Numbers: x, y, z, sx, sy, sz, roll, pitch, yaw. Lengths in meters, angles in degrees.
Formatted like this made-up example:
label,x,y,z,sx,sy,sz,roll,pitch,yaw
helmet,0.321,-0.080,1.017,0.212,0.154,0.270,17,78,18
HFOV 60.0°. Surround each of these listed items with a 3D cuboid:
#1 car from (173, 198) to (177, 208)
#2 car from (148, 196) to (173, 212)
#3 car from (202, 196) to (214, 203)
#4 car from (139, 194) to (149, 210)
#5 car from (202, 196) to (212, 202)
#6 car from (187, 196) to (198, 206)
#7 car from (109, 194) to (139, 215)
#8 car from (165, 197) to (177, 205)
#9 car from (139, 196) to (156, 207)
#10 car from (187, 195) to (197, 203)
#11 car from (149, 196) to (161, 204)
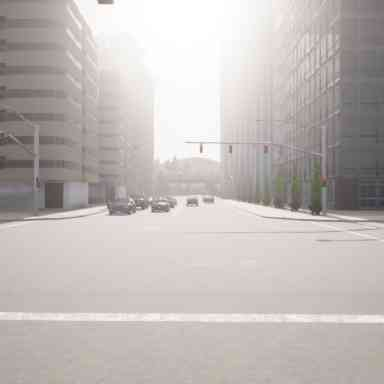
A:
label,x,y,z,sx,sy,sz,roll,pitch,yaw
car,-3.633,1.352,48.100,2.097,1.767,4.553,0,0,0
car,-3.630,1.505,38.896,1.837,1.490,4.892,0,0,0
car,3.448,1.505,67.456,1.837,1.490,4.892,0,0,0
car,-7.131,1.221,43.986,2.150,2.045,5.566,0,0,0
car,3.442,1.528,76.123,1.994,1.385,4.181,0,0,0
car,0.058,1.505,55.520,1.837,1.490,4.892,0,0,0
car,-7.127,1.352,34.397,2.097,1.767,4.553,0,0,0
car,-3.623,1.601,57.869,1.895,1.301,4.718,0,0,0
car,-7.131,1.491,53.946,2.128,1.511,4.902,0,0,0
car,0.047,1.478,68.103,1.882,1.535,5.008,0,0,0
car,-7.095,1.505,64.385,1.837,1.490,4.892,0,0,0
